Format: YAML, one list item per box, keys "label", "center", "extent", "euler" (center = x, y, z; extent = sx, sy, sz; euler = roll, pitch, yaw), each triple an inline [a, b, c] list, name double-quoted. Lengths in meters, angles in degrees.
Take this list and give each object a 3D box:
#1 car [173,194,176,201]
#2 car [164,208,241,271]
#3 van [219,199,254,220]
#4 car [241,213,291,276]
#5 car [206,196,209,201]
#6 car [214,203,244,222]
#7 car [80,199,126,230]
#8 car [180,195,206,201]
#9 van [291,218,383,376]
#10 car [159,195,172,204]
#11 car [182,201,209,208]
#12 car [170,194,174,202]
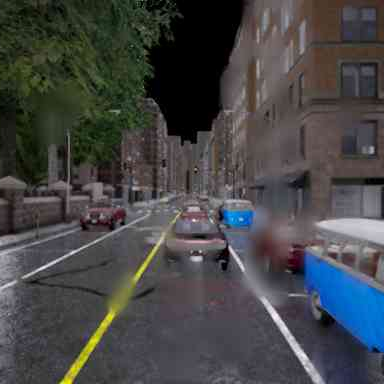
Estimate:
- label: "car"
  center: [-5.419, 1.699, 76.208]
  extent: [1.887, 1.381, 4.507]
  euler: [0, 0, 0]
- label: "car"
  center: [0.134, 1.522, 11.047]
  extent: [2.128, 1.511, 4.902]
  euler: [0, 0, 0]
- label: "van"
  center: [2.924, 1.396, 21.630]
  extent: [1.690, 1.788, 3.998]
  euler: [0, 0, 0]
- label: "car"
  center: [2.887, 1.573, 10.309]
  extent: [1.887, 1.381, 4.507]
  euler: [0, 0, 0]
- label: "car"
  center: [3.123, 1.609, 81.667]
  extent: [1.967, 1.590, 4.097]
  euler: [0, 0, 0]
- label: "car"
  center: [2.944, 1.632, 27.290]
  extent: [1.947, 1.339, 4.313]
  euler: [0, 0, 0]
- label: "car"
  center: [-5.601, 1.368, 21.619]
  extent: [2.192, 1.841, 5.009]
  euler: [0, 0, 0]
- label: "car"
  center: [0.157, 1.430, 33.548]
  extent: [2.097, 1.767, 4.553]
  euler: [0, 0, 2]
- label: "van"
  center: [2.867, 1.355, 4.649]
  extent: [1.690, 1.788, 3.998]
  euler: [0, 0, 0]
- label: "car"
  center: [-5.456, 1.656, 65.137]
  extent: [1.752, 1.417, 4.829]
  euler: [0, 0, 0]
- label: "car"
  center: [0.176, 1.582, 22.822]
  extent: [1.812, 1.442, 4.674]
  euler: [0, 0, 0]
- label: "car"
  center: [-5.437, 1.693, 70.757]
  extent: [2.008, 1.369, 4.403]
  euler: [0, 0, 0]
